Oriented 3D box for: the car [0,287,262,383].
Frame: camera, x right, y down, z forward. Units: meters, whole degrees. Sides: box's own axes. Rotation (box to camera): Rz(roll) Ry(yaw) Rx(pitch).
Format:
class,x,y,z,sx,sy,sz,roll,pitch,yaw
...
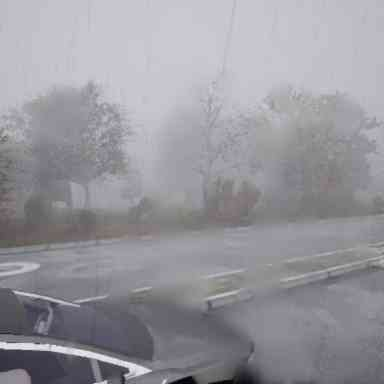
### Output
class,x,y,z,sx,sy,sz,roll,pitch,yaw
car,-1.587,1.491,2.308,4.902,1.511,2.128,0,0,-35
